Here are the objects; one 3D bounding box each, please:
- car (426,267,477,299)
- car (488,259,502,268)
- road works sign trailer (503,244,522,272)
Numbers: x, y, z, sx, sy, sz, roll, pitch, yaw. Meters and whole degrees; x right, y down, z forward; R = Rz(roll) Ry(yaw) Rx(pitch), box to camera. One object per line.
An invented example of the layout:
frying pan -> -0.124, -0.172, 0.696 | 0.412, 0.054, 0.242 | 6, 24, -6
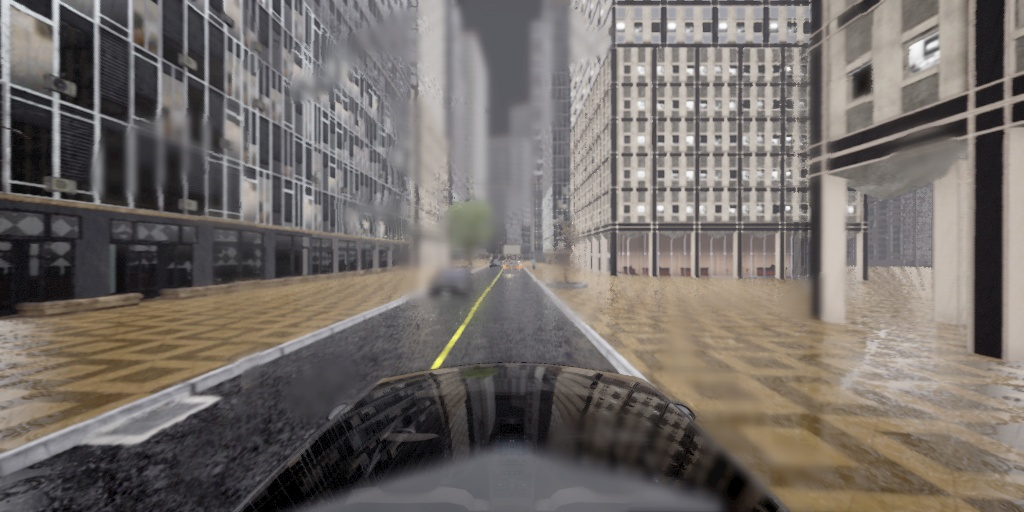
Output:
car -> -2.848, 1.275, 18.145 | 2.033, 1.411, 5.357 | 0, 0, 0
car -> -2.782, 1.234, 59.324 | 1.837, 1.490, 4.892 | 0, 0, 1
road works sign trailer -> 0.007, 0.190, 46.878 | 2.380, 3.560, 2.880 | 0, 0, 0
